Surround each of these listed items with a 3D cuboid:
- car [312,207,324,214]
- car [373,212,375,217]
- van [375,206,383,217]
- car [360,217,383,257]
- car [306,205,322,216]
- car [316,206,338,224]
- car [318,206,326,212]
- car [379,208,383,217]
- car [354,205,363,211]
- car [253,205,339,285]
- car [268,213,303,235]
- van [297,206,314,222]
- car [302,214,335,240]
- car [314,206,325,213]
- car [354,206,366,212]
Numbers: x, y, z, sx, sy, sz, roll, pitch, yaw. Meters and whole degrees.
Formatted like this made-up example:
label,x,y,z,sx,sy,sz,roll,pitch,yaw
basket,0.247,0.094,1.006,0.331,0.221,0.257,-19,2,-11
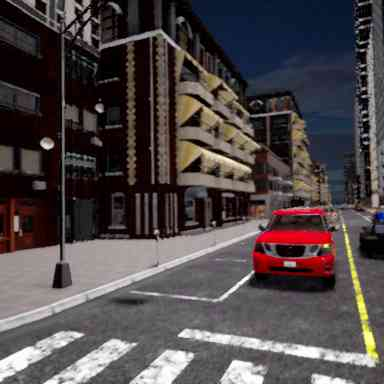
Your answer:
label,x,y,z,sx,sy,sz,roll,pitch,yaw
car,25.577,3.736,67.352,1.947,1.339,4.313,-2,-2,24
car,21.866,2.653,38.147,1.947,1.339,4.313,-2,-2,24
van,19.587,2.268,32.988,1.690,1.788,3.998,-2,-2,24
car,8.560,1.982,14.618,1.994,1.385,4.181,-2,-3,24
car,21.021,3.160,57.028,2.192,1.841,5.009,-2,-2,24
car,15.293,2.533,37.470,2.097,1.767,4.553,-2,-2,24
car,32.335,4.182,82.700,1.752,1.417,4.829,-2,-2,24
car,17.314,2.317,27.813,2.008,1.369,4.403,-2,-2,24
car,42.349,4.119,84.651,1.947,1.339,4.313,-2,-2,24
car,3.628,1.591,11.129,2.150,2.045,5.566,-2,-2,24
car,7.370,2.431,26.015,2.008,1.369,4.403,-2,-2,24
van,14.194,2.702,41.525,1.690,1.788,3.998,-2,-2,24
car,8.576,2.239,22.323,1.812,1.442,4.674,-2,-3,24
car,27.853,3.883,72.520,2.008,1.369,4.403,-2,-2,24
car,37.797,3.805,74.317,1.802,1.307,4.206,-2,-2,24
